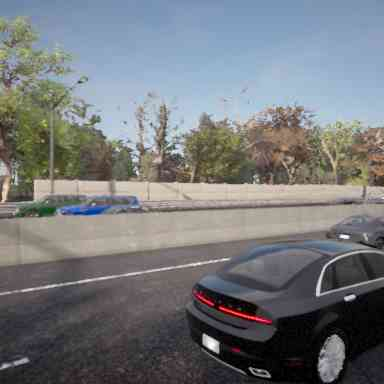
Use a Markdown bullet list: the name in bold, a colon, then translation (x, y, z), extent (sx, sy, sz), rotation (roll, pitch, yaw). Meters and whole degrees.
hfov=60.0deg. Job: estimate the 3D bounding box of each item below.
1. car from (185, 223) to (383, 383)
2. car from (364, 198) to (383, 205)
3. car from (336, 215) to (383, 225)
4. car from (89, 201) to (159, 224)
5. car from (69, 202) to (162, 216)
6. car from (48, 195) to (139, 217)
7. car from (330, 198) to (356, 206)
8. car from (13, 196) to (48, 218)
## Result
- **car**: translation (2.192, 1.514, 5.312), extent (4.892, 1.490, 1.837), rotation (0, 0, -35)
- **car**: translation (27.394, 1.619, 49.283), extent (4.892, 1.490, 1.837), rotation (0, 0, -35)
- **car**: translation (7.123, 1.586, 13.128), extent (4.181, 1.385, 1.994), rotation (0, 0, -36)
- **car**: translation (-5.286, 1.507, 26.009), extent (4.902, 1.511, 2.128), rotation (0, 0, -35)
- **car**: translation (-3.908, 1.517, 18.403), extent (4.892, 1.490, 1.837), rotation (0, 0, -35)
- **car**: translation (-5.878, 1.233, 21.296), extent (5.566, 2.045, 2.150), rotation (0, 0, -36)
- **car**: translation (22.832, 1.585, 50.332), extent (5.008, 1.535, 1.882), rotation (0, 0, -35)
- **car**: translation (-10.664, 1.232, 25.701), extent (5.566, 2.045, 2.150), rotation (0, 0, -38)
